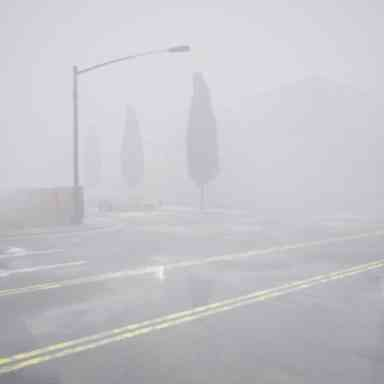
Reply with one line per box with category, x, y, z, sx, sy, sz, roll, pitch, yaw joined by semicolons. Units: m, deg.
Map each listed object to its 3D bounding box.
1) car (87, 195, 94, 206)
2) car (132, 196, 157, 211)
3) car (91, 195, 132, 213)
car;-13.962;1.232;49.308;2.097;1.767;4.553;-1;0;-36
car;-5.914;1.228;38.220;2.097;1.767;4.553;-1;0;-36
car;-8.836;1.392;36.286;2.128;1.511;4.902;-1;0;-36
